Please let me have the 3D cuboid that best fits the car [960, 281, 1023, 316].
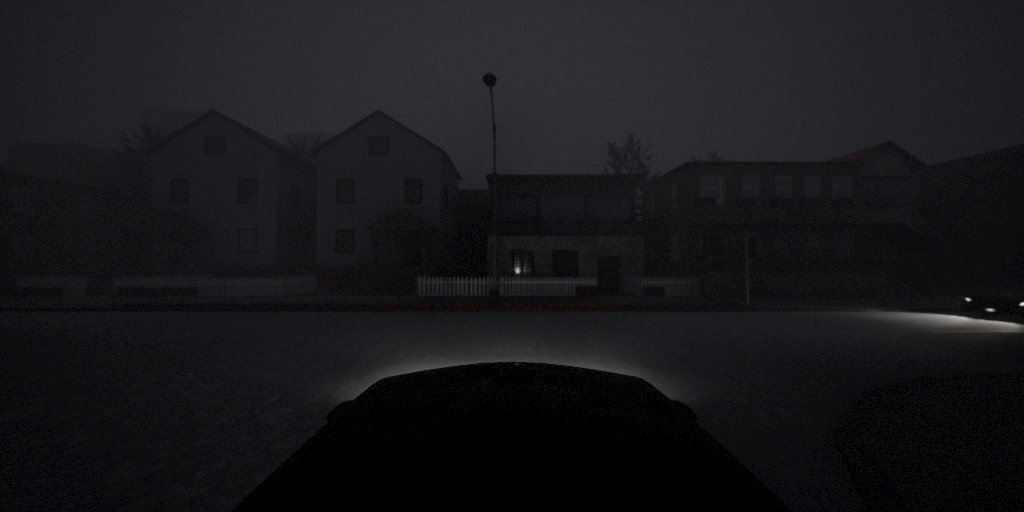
[{"bbox_3d":[18.777,1.434,12.098,5.357,1.411,2.033,0,-1,0],"label":"car"}]
